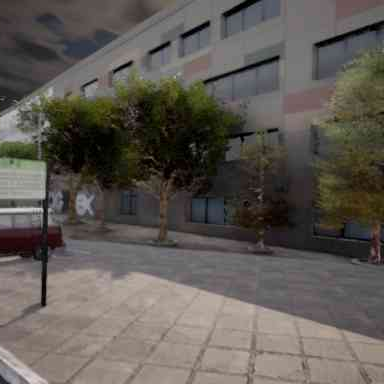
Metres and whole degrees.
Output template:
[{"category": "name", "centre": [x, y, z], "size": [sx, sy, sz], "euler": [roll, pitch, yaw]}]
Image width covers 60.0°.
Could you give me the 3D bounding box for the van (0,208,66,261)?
[{"category": "van", "centre": [-6.754, 1.568, 11.794], "size": [1.878, 1.987, 4.442], "euler": [-3, -3, 41]}]
